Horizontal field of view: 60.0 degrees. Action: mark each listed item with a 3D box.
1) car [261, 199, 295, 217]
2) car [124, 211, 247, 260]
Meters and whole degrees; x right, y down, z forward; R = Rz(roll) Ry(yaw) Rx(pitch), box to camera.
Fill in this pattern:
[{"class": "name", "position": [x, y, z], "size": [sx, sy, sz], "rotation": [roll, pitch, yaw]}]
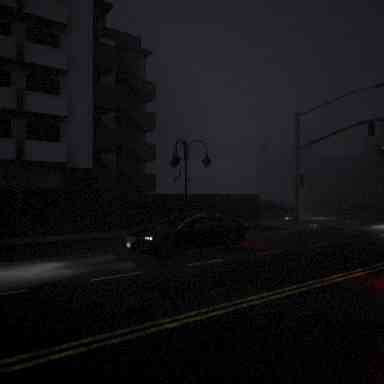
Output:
[{"class": "car", "position": [7.817, 1.480, 32.197], "size": [1.882, 1.535, 5.008], "rotation": [0, 0, -38]}, {"class": "car", "position": [-0.109, 1.492, 12.489], "size": [4.902, 1.511, 2.128], "rotation": [0, 0, -35]}]
